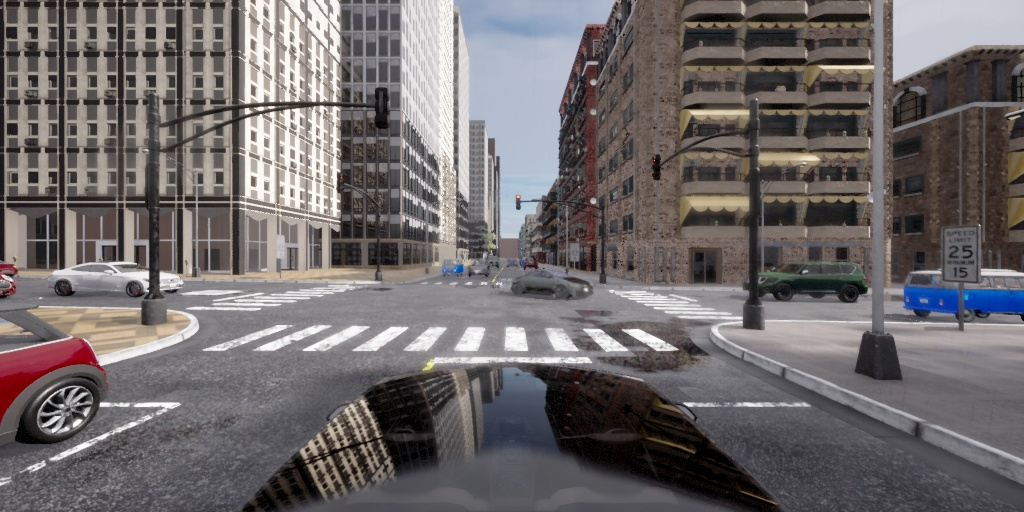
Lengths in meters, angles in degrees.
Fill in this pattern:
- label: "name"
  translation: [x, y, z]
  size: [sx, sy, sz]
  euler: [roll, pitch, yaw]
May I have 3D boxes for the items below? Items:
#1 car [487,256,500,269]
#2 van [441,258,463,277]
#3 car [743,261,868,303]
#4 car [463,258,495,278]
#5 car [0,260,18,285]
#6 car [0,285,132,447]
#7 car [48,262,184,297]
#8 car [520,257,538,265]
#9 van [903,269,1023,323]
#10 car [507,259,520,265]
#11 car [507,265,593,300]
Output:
- label: "car"
  translation: [-3.118, 0.988, 56.774]
  size: [2.150, 2.045, 5.566]
  euler: [0, 0, 0]
- label: "van"
  translation: [-5.710, 1.097, 34.843]
  size: [1.690, 1.789, 3.998]
  euler: [0, 0, 0]
- label: "car"
  translation: [15.449, 1.297, 19.020]
  size: [5.566, 2.045, 2.150]
  euler: [1, 0, 0]
- label: "car"
  translation: [-3.121, 1.247, 34.574]
  size: [2.128, 1.511, 4.902]
  euler: [0, 0, 0]
- label: "car"
  translation: [-21.154, 0.818, 13.128]
  size: [4.097, 1.591, 1.967]
  euler: [0, 0, 0]
- label: "car"
  translation: [-5.691, 1.190, 2.369]
  size: [1.967, 1.591, 4.097]
  euler: [0, 0, 0]
- label: "car"
  translation: [-17.274, 0.975, 15.724]
  size: [4.674, 1.442, 1.812]
  euler: [1, 0, -2]
- label: "car"
  translation: [2.661, 1.079, 51.502]
  size: [2.192, 1.841, 5.009]
  euler: [0, 0, 0]
- label: "van"
  translation: [16.905, 1.453, 13.099]
  size: [3.998, 1.789, 1.690]
  euler: [0, 0, 0]
- label: "car"
  translation: [0.063, 1.372, 62.082]
  size: [1.895, 1.301, 4.718]
  euler: [0, 0, 0]
- label: "car"
  translation: [1.974, 1.380, 18.316]
  size: [4.181, 1.385, 1.994]
  euler: [1, 0, 40]
